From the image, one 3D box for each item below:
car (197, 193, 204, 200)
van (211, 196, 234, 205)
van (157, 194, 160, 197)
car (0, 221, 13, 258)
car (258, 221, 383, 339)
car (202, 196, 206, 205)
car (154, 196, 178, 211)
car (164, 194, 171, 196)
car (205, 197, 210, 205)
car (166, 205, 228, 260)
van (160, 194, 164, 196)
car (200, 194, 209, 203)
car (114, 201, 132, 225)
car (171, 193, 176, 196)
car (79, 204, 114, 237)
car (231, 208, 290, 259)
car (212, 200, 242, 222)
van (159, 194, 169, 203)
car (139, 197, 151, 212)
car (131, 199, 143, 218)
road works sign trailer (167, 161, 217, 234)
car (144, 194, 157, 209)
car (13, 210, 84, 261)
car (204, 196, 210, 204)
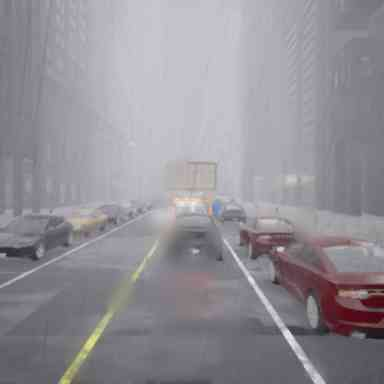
[{"bbox_3d":[2.742,1.224,68.606,2.192,1.841,5.009,0,0,0],"label":"car"},{"bbox_3d":[2.753,1.289,29.152,1.690,1.788,3.998,0,0,0],"label":"van"},{"bbox_3d":[-5.777,1.268,46.044,1.690,1.788,3.998,0,0,0],"label":"van"},{"bbox_3d":[-5.765,1.531,6.588,1.887,1.381,4.507,0,0,0],"label":"car"},{"bbox_3d":[2.760,1.531,6.608,1.887,1.381,4.507,0,0,0],"label":"car"},{"bbox_3d":[2.749,1.478,46.062,2.008,1.369,4.403,0,0,0],"label":"car"},{"bbox_3d":[-3.103,1.534,40.457,1.895,1.301,4.718,0,0,0],"label":"car"},{"bbox_3d":[-5.781,1.227,62.953,2.192,1.841,5.009,0,0,0],"label":"car"},{"bbox_3d":[2.752,1.491,34.789,2.008,1.369,4.403,0,0,0],"label":"car"},{"bbox_3d":[0.086,1.503,12.375,1.837,1.490,4.892,0,1,0],"label":"car"},{"bbox_3d":[-5.778,1.263,51.680,1.690,1.788,3.998,0,0,0],"label":"van"},{"bbox_3d":[2.746,1.462,57.334,1.887,1.381,4.507,0,0,0],"label":"car"},{"bbox_3d":[-5.770,1.522,23.497,1.947,1.339,4.313,0,0,0],"label":"car"},{"bbox_3d":[-5.786,1.446,85.500,1.887,1.381,4.507,0,0,0],"label":"car"},{"bbox_3d":[-5.768,1.491,17.691,1.752,1.417,4.829,0,0,0],"label":"car"},{"bbox_3d":[2.758,1.520,12.244,1.887,1.381,4.507,0,0,0],"label":"car"},{"bbox_3d":[2.755,1.507,23.516,2.008,1.369,4.403,0,0,0],"label":"car"},{"bbox_3d":[-5.782,1.250,68.589,1.690,1.788,3.998,0,0,0],"label":"van"},{"bbox_3d":[-5.773,1.506,34.771,1.947,1.339,4.313,0,0,0],"label":"car"},{"bbox_3d":[-5.771,1.529,29.134,1.802,1.307,4.206,0,0,0],"label":"car"},{"bbox_3d":[-0.016,0.282,16.253,2.380,3.560,2.880,0,7,0],"label":"road works sign trailer"},{"bbox_3d":[-5.775,1.373,40.407,1.967,1.590,4.097,0,0,0],"label":"car"},{"bbox_3d":[-5.767,1.541,12.224,1.947,1.339,4.313,0,0,0],"label":"car"},{"bbox_3d":[2.750,1.515,40.425,1.802,1.307,4.206,0,0,0],"label":"car"}]
